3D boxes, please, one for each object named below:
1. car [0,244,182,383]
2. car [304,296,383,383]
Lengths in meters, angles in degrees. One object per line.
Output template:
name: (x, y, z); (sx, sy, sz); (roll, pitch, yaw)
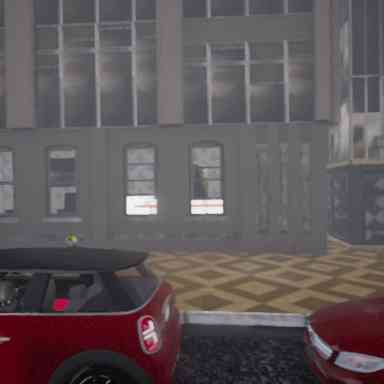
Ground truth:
car: (-2.227, 1.407, 3.957); (4.097, 1.590, 1.967); (0, 0, 4)
car: (3.411, 1.563, 3.585); (4.206, 1.307, 1.802); (0, 0, 4)
